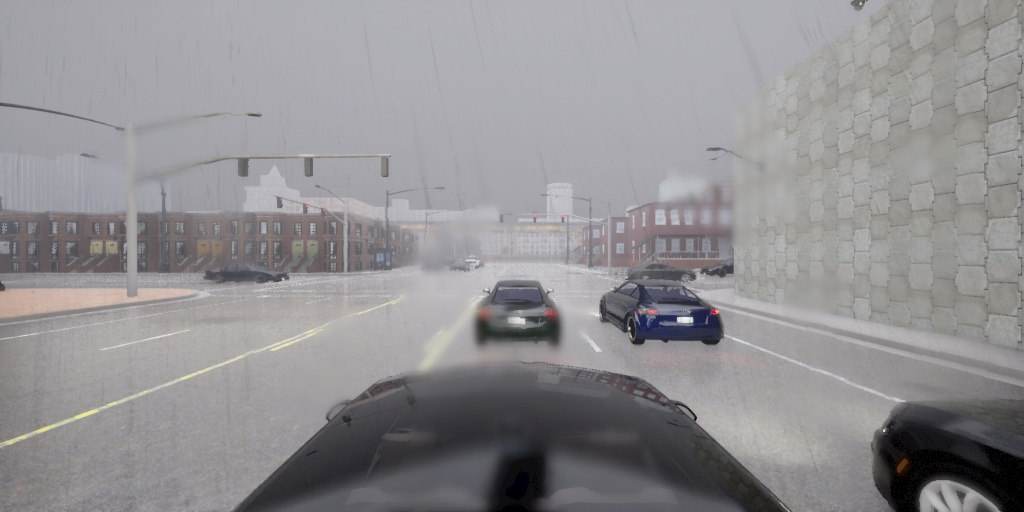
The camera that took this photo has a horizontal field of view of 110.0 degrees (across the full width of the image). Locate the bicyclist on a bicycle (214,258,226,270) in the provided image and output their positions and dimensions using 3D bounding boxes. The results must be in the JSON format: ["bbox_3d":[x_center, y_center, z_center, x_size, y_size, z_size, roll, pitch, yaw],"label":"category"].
[{"bbox_3d":[-30.380,1.053,37.372,0.582,1.620,1.656,0,0,1],"label":"bicyclist on a bicycle"}]

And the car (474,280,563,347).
[{"bbox_3d":[0.166,1.314,9.388,1.994,1.385,4.181,0,0,1],"label":"car"}]

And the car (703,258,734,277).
[{"bbox_3d":[18.542,0.855,29.637,5.357,1.411,2.033,-5,0,1],"label":"car"}]

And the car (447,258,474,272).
[{"bbox_3d":[-6.541,1.297,46.215,2.033,1.411,5.357,0,0,1],"label":"car"}]

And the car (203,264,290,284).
[{"bbox_3d":[-19.415,1.297,26.287,5.357,1.411,2.033,0,0,1],"label":"car"}]

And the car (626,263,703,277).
[{"bbox_3d":[10.736,1.227,26.009,4.892,1.490,1.837,-1,0,1],"label":"car"}]

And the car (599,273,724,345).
[{"bbox_3d":[3.670,1.314,9.546,1.994,1.385,4.181,0,0,1],"label":"car"}]

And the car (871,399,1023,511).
[{"bbox_3d":[3.584,1.254,0.635,1.837,1.490,4.892,0,0,1],"label":"car"}]

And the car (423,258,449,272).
[{"bbox_3d":[-10.036,1.297,46.488,2.033,1.411,5.357,0,0,1],"label":"car"}]

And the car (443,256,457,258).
[{"bbox_3d":[-9.905,0.971,56.802,2.150,2.045,5.566,0,0,1],"label":"car"}]

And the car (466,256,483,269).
[{"bbox_3d":[-6.405,0.972,56.914,2.150,2.045,5.566,0,0,1],"label":"car"}]
